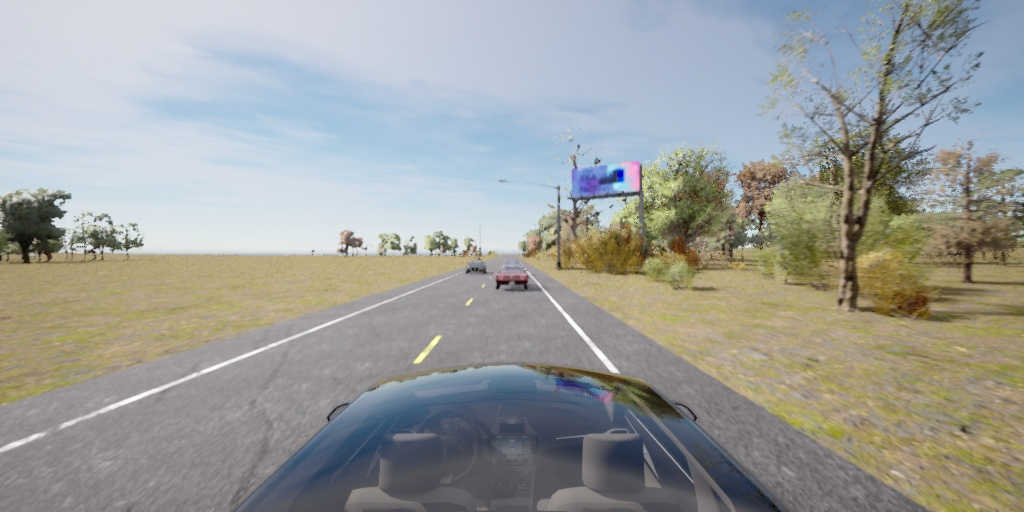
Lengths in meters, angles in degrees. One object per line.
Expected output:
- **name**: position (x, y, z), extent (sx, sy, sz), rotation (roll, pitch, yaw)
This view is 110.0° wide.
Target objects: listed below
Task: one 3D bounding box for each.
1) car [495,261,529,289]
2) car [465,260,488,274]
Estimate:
- **car**: position (0.010, 1.198, 21.767), extent (1.895, 1.301, 4.718), rotation (0, 0, 0)
- **car**: position (-3.538, 1.060, 36.249), extent (1.994, 1.385, 4.181), rotation (0, 0, 0)
